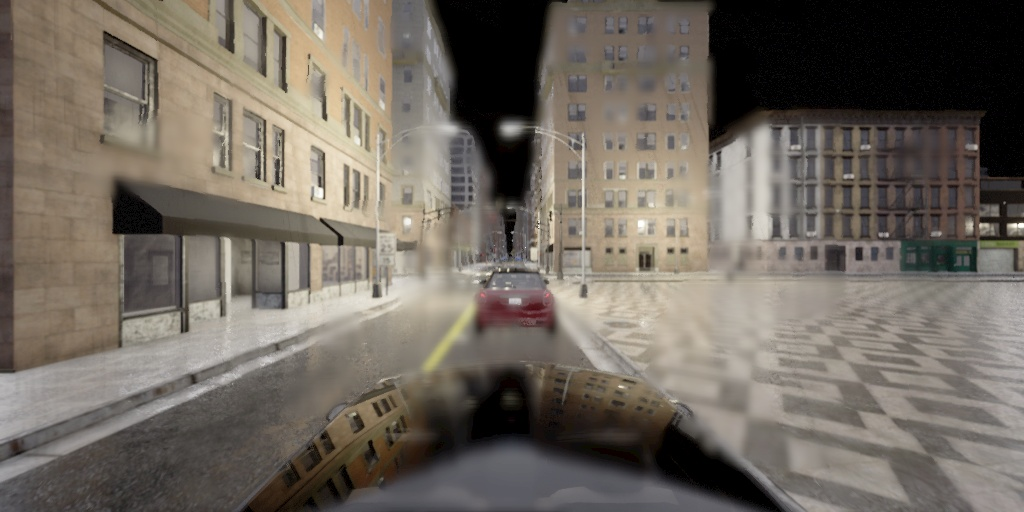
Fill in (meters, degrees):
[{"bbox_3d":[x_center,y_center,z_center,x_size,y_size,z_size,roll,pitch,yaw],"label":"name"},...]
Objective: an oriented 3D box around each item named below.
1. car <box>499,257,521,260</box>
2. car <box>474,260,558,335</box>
[{"bbox_3d":[0.045,1.137,21.732,2.097,1.767,4.553,0,0,-1],"label":"car"},{"bbox_3d":[0.100,1.117,10.688,2.097,1.767,4.553,0,0,0],"label":"car"}]
